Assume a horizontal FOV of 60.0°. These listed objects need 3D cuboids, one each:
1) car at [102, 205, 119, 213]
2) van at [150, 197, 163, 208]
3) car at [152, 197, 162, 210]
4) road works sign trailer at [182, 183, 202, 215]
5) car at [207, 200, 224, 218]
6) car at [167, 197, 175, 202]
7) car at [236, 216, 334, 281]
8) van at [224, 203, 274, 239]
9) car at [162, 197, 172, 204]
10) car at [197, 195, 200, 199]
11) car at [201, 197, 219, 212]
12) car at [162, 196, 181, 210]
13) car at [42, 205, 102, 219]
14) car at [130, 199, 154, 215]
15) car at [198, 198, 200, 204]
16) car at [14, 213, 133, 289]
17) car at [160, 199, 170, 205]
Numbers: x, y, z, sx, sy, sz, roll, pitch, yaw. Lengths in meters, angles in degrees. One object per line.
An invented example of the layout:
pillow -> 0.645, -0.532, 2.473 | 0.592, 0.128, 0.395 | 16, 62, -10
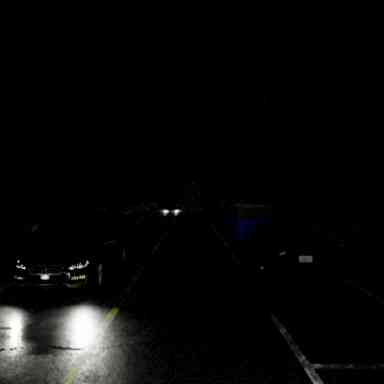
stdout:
car -> -5.857, 1.576, 21.172 | 1.967, 1.590, 4.097 | 0, 0, 0
van -> -5.854, 1.739, 55.013 | 1.690, 1.788, 3.998 | 0, 0, 0
car -> -5.855, 1.880, 49.200 | 1.752, 1.417, 4.829 | 0, 0, 0
road works sign trailer -> 0.004, 0.732, 38.183 | 2.380, 3.560, 2.880 | 0, 0, 0
car -> 2.670, 1.750, 32.641 | 1.752, 1.417, 4.829 | 0, -1, 1
car -> -5.848, 2.209, 94.490 | 1.947, 1.339, 4.313 | 0, 0, 0
car -> 2.667, 1.625, 9.878 | 1.947, 1.339, 4.313 | 0, 0, 0
van -> 2.667, 1.437, 15.518 | 1.690, 1.788, 3.998 | 0, 0, 0
car -> -5.850, 1.983, 77.572 | 1.967, 1.590, 4.097 | 0, 0, 0
car -> 2.676, 1.983, 77.546 | 1.967, 1.590, 4.097 | 0, 0, 0
car -> 2.671, 1.628, 43.710 | 2.192, 1.841, 5.009 | 0, 0, 0
car -> -3.075, 1.837, 49.761 | 1.882, 1.535, 5.008 | 0, 0, 0
car -> -5.858, 1.536, 15.534 | 1.967, 1.590, 4.097 | 0, 0, 0
car -> -5.863, 1.791, 37.887 | 1.752, 1.417, 4.829 | 0, -1, 1
car -> 2.674, 2.025, 66.267 | 2.008, 1.369, 4.403 | 0, 0, 0
car -> -3.100, 1.561, 9.444 | 1.837, 1.490, 4.892 | 0, 0, 0
car -> -5.850, 2.091, 71.930 | 1.802, 1.307, 4.206 | 0, 0, 0
